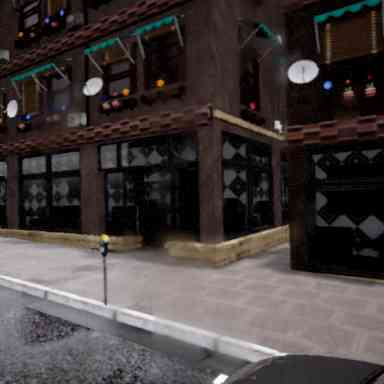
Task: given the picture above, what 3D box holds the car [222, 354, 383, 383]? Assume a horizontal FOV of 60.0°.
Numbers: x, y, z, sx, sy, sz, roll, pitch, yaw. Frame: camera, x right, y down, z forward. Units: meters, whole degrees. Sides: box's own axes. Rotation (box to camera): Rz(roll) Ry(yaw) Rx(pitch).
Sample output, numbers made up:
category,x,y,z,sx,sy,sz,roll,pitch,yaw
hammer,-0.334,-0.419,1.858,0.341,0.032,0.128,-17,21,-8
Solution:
category,x,y,z,sx,sy,sz,roll,pitch,yaw
car,1.983,1.539,1.430,4.403,1.369,2.008,0,-1,34
